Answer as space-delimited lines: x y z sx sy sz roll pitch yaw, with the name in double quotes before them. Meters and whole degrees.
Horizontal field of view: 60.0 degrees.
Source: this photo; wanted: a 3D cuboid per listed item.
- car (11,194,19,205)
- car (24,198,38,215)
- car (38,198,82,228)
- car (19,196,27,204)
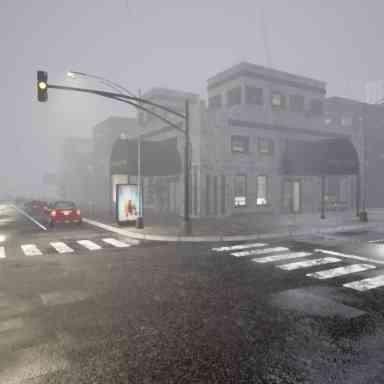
"car" -25.996 1.269 50.698 2.008 1.369 4.403 -1 1 -31
"car" -14.285 1.385 31.151 1.802 1.307 4.206 -1 1 -31
"car" -8.431 1.289 21.376 1.967 1.590 4.097 -1 1 -31
"car" -17.213 1.331 36.038 2.008 1.369 4.403 -1 1 -31
